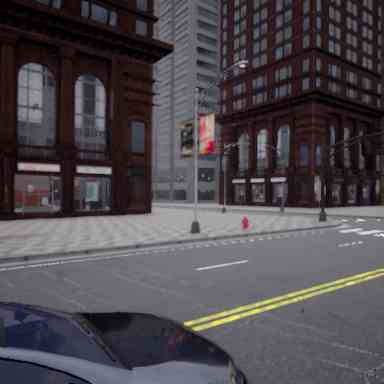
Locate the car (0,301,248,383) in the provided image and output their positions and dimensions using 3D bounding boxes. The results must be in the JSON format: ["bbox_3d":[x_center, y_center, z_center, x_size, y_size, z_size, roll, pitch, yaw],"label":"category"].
[{"bbox_3d":[-1.523,1.564,2.355,4.181,1.385,1.994,0,0,-36],"label":"car"}]
